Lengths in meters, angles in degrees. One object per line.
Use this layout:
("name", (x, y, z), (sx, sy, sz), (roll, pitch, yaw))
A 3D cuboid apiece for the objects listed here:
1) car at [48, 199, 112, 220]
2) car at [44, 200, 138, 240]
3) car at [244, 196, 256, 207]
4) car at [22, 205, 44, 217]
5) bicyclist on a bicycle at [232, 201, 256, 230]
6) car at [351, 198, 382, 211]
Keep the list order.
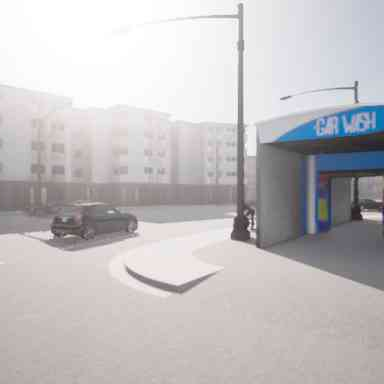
("car", (-9.592, 1.435, 28.814), (1.882, 1.535, 5.008), (0, 0, 40))
("car", (-4.807, 1.328, 17.113), (2.097, 1.767, 4.553), (0, 0, 29))
("car", (8.532, 1.317, 46.762), (4.553, 1.767, 2.097), (0, 0, -22))
("car", (-12.822, 1.552, 30.416), (1.895, 1.301, 4.718), (0, 0, 38))
("bicyclist on a bicycle", (2.951, 1.287, 18.458), (1.656, 1.620, 0.582), (0, 0, 38))
("car", (20.728, 1.495, 39.823), (4.892, 1.490, 1.837), (0, 0, -18))
